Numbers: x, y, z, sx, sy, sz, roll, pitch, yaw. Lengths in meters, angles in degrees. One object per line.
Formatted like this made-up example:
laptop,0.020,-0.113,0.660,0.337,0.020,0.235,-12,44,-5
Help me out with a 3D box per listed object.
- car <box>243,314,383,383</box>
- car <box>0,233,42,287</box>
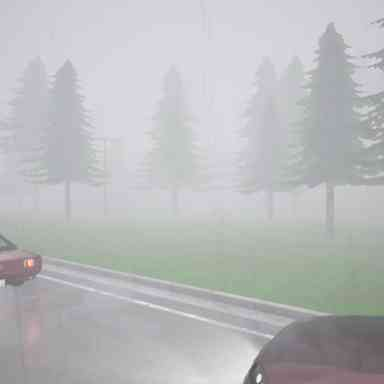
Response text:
car,2.424,1.564,2.263,4.181,1.385,1.994,0,0,36
car,-5.785,1.601,8.108,4.718,1.301,1.895,0,0,35
